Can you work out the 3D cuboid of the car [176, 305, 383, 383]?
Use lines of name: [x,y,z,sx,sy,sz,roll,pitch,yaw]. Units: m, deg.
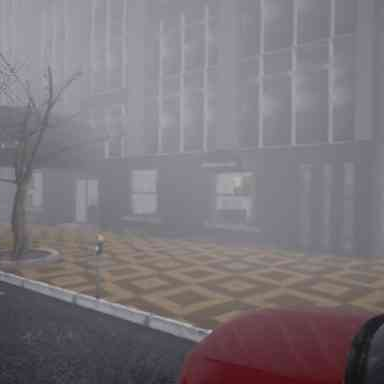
car: [2.117,1.313,1.392,5.009,1.841,2.192,0,1,36]
